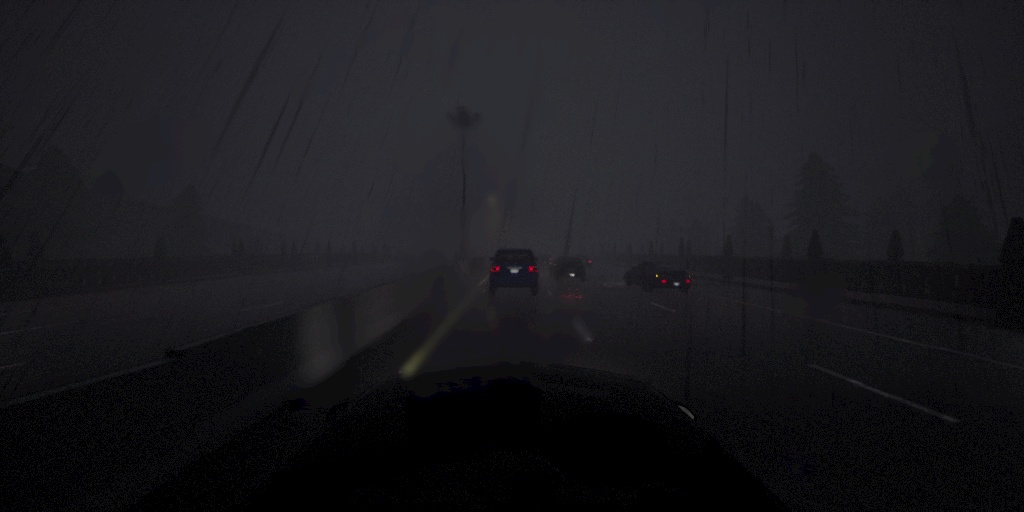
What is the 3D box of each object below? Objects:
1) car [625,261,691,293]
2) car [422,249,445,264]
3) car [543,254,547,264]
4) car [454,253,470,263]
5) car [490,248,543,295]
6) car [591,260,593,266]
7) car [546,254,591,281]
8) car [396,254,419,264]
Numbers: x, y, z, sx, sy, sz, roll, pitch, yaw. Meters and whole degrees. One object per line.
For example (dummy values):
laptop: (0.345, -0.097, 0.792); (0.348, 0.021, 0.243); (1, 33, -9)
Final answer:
car: (7.105, 0.955, 17.769); (1.812, 1.442, 4.674); (0, 1, 0)
car: (-10.540, 0.017, 48.808); (2.150, 2.045, 5.566); (0, 0, 1)
car: (3.610, 0.443, 41.800); (1.812, 1.442, 4.674); (0, 1, 0)
car: (-7.017, 0.314, 51.124); (1.812, 1.442, 4.674); (0, 0, 1)
car: (0.104, 0.658, 17.404); (2.150, 2.045, 5.566); (0, 1, 0)
car: (7.109, 0.551, 37.729); (2.033, 1.411, 5.357); (0, 1, 0)
car: (3.605, 0.808, 23.700); (1.837, 1.490, 4.892); (0, 1, 0)
car: (-14.043, 0.399, 48.293); (1.895, 1.301, 4.718); (0, 1, 0)
